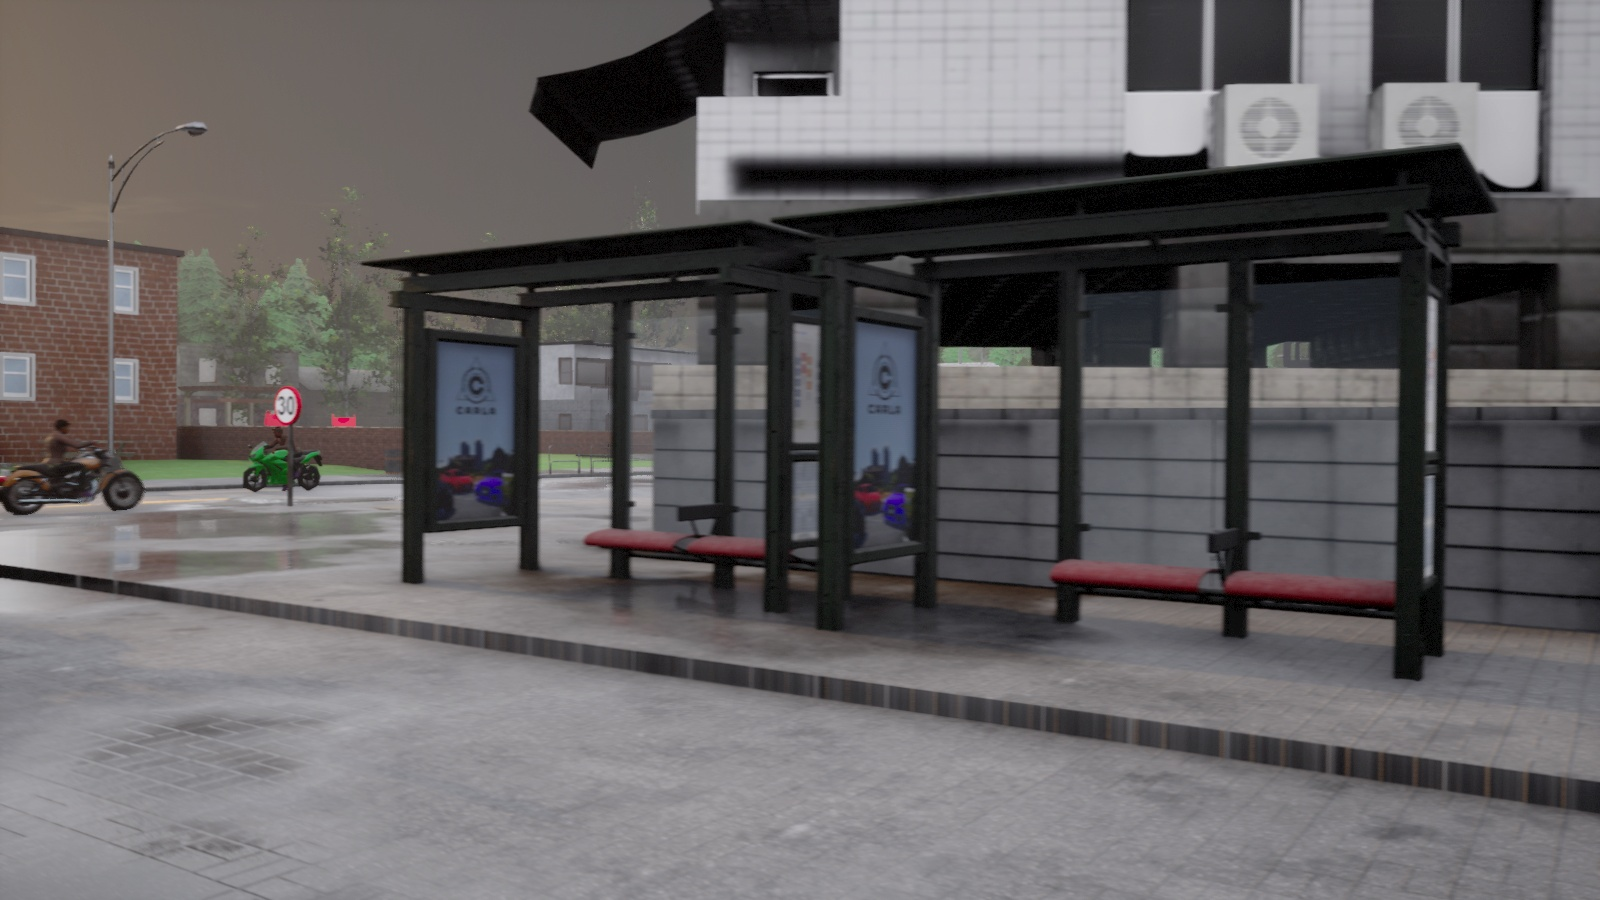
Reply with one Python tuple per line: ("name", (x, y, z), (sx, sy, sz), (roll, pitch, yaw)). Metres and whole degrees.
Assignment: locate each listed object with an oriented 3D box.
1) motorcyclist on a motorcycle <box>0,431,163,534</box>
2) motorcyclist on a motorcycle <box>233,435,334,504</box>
("motorcyclist on a motorcycle", (-12.213, 0.504, 21.376), (0.766, 1.649, 2.350), (0, 1, 33))
("motorcyclist on a motorcycle", (-11.911, 0.425, 29.026), (0.797, 1.523, 2.044), (0, 1, 34))
